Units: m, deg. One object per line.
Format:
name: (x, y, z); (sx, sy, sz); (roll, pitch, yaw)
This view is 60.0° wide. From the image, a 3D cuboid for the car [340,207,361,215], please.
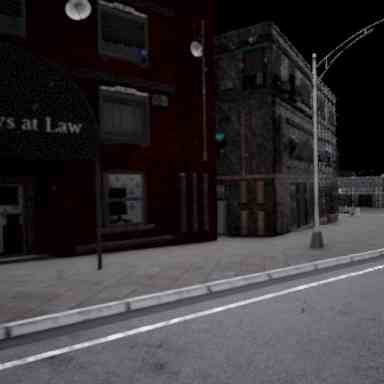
car: (30.489, 3.658, 64.028); (2.128, 1.511, 4.902); (-1, -4, -5)
